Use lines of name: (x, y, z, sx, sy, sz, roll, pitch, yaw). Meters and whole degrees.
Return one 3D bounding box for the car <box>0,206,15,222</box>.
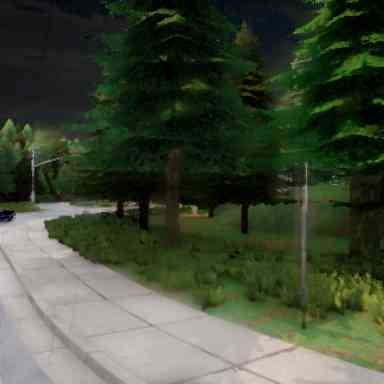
car: (-14.059, 1.619, 23.250, 1.895, 1.301, 4.718, 1, 0, -10)
